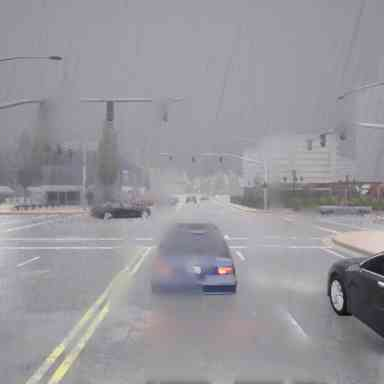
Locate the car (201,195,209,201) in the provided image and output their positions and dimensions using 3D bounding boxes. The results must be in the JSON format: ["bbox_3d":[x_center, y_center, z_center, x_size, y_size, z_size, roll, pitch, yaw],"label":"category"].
[{"bbox_3d":[3.222,1.552,84.534,1.994,1.385,4.181,0,0,0],"label":"car"}]

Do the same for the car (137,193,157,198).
[{"bbox_3d":[-7.260,1.221,51.870,2.150,2.045,5.566,0,0,0],"label":"car"}]

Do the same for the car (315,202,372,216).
[{"bbox_3d":[14.343,1.601,31.778,4.718,1.301,1.895,0,0,1],"label":"car"}]

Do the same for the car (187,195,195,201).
[{"bbox_3d":[-0.278,1.478,84.489,1.882,1.535,5.008,0,0,0],"label":"car"}]

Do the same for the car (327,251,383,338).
[{"bbox_3d":[3.547,1.505,4.610,1.837,1.490,4.892,0,0,0],"label":"car"}]

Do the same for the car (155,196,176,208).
[{"bbox_3d":[-3.755,1.601,47.532,1.895,1.301,4.718,0,0,0],"label":"car"}]

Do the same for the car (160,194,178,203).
[{"bbox_3d":[-3.771,1.491,56.803,2.128,1.511,4.902,0,0,0],"label":"car"}]

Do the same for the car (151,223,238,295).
[{"bbox_3d":[0.054,1.547,8.855,2.033,1.411,5.357,0,0,0],"label":"car"}]

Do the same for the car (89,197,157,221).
[{"bbox_3d":[-5.715,1.477,26.918,5.008,1.535,1.882,0,1,-32],"label":"car"}]

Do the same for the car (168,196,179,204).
[{"bbox_3d":[-3.748,1.564,66.670,1.994,1.385,4.181,0,0,0],"label":"car"}]

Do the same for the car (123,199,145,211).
[{"bbox_3d":[-7.286,1.601,42.226,1.895,1.301,4.718,0,0,1],"label":"car"}]

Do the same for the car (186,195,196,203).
[{"bbox_3d":[-0.139,1.353,70.061,2.097,1.767,4.553,0,0,0],"label":"car"}]

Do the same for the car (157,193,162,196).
[{"bbox_3d":[-7.264,1.352,61.797,2.097,1.767,4.553,0,0,0],"label":"car"}]
